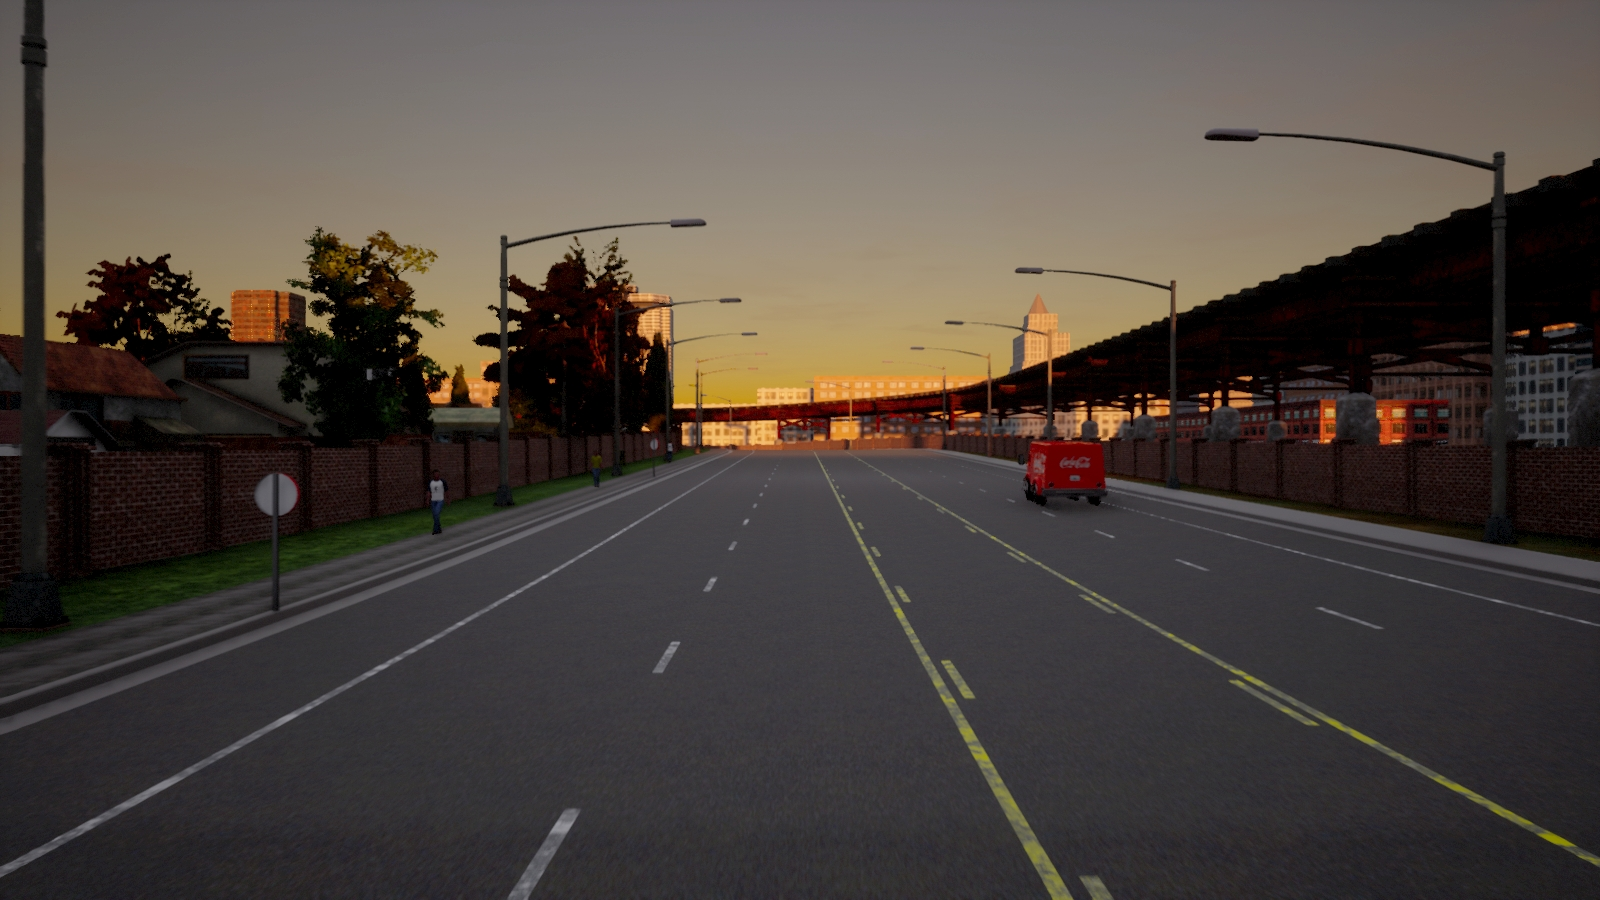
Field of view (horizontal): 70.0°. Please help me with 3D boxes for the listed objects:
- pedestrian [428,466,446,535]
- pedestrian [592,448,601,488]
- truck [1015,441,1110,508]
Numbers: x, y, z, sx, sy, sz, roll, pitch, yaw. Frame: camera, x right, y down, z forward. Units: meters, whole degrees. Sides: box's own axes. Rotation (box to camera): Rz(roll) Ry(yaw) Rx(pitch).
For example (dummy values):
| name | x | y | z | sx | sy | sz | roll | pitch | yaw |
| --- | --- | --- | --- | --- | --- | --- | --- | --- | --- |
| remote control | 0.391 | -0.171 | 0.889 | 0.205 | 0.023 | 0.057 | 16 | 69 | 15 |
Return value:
| name | x | y | z | sx | sy | sz | roll | pitch | yaw |
| --- | --- | --- | --- | --- | --- | --- | --- | --- | --- |
| pedestrian | -9.874 | 1.362 | 31.077 | 0.375 | 1.860 | 0.375 | 0 | 0 | -2 |
| pedestrian | -9.624 | 0.848 | 54.101 | 0.375 | 1.860 | 0.375 | 0 | 0 | -1 |
| truck | 10.509 | 0.900 | 46.162 | 2.627 | 2.467 | 5.204 | 0 | 1 | 0 |
